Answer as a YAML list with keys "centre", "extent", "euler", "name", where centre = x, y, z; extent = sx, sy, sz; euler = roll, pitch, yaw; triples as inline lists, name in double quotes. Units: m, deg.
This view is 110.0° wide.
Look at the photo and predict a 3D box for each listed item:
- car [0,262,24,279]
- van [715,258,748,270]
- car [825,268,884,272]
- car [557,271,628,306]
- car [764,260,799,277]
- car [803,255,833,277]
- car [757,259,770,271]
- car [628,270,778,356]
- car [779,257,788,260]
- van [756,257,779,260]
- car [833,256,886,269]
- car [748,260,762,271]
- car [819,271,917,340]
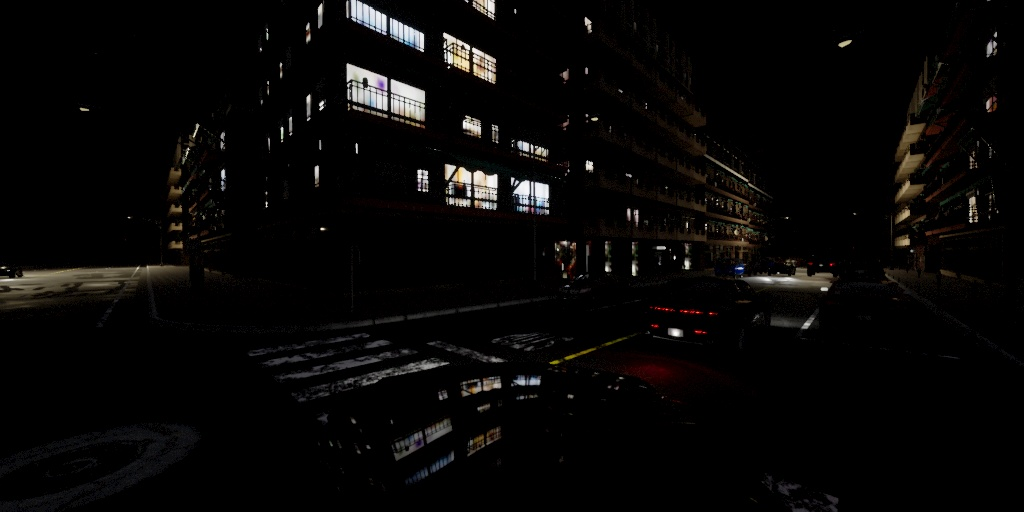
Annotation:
- centre: [-45.468, 1.273, 31.918]
  extent: [4.674, 1.442, 1.812]
  euler: [0, 1, 44]
  name: "car"
- centre: [19.232, 1.067, 31.717]
  extent: [1.690, 1.789, 3.998]
  euler: [0, 0, 44]
  name: "van"
- centre: [13.390, 1.307, 13.681]
  extent: [1.948, 1.339, 4.313]
  euler: [0, 0, 44]
  name: "car"
- centre: [3.693, 1.319, 15.665]
  extent: [1.802, 1.307, 4.207]
  euler: [0, 0, 44]
  name: "car"
- centre: [27.197, 1.326, 36.123]
  extent: [1.895, 1.301, 4.718]
  euler: [0, 0, 44]
  name: "car"
- centre: [30.324, 0.949, 34.891]
  extent: [2.150, 2.045, 5.566]
  euler: [0, 0, 45]
  name: "car"
- centre: [27.108, 1.304, 39.858]
  extent: [1.802, 1.307, 4.207]
  euler: [0, 0, 44]
  name: "car"
- centre: [4.891, 1.249, 8.765]
  extent: [1.837, 1.490, 4.892]
  euler: [0, 0, 44]
  name: "car"
- centre: [34.958, 1.034, 48.025]
  extent: [2.192, 1.841, 5.009]
  euler: [0, 0, 44]
  name: "car"
- centre: [31.039, 1.061, 43.937]
  extent: [1.690, 1.789, 3.998]
  euler: [0, 0, 44]
  name: "van"
- centre: [21.268, 1.051, 21.819]
  extent: [2.192, 1.841, 5.009]
  euler: [0, 0, 44]
  name: "car"
- centre: [23.171, 1.306, 35.787]
  extent: [1.802, 1.307, 4.207]
  euler: [0, 0, 44]
  name: "car"
- centre: [9.689, 1.290, 9.857]
  extent: [1.888, 1.381, 4.507]
  euler: [0, 0, 44]
  name: "car"
